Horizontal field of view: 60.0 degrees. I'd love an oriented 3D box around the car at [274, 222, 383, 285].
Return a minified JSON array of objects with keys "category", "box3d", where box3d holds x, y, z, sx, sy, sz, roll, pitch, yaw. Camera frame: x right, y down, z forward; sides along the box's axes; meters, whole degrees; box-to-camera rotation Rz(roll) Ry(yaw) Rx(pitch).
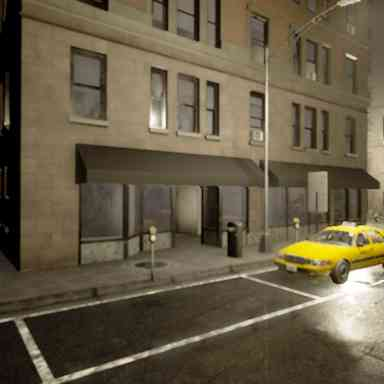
[{"category":"car","box3d":[4.449,1.593,9.704,4.829,1.417,1.752,1,0,-35]}]
